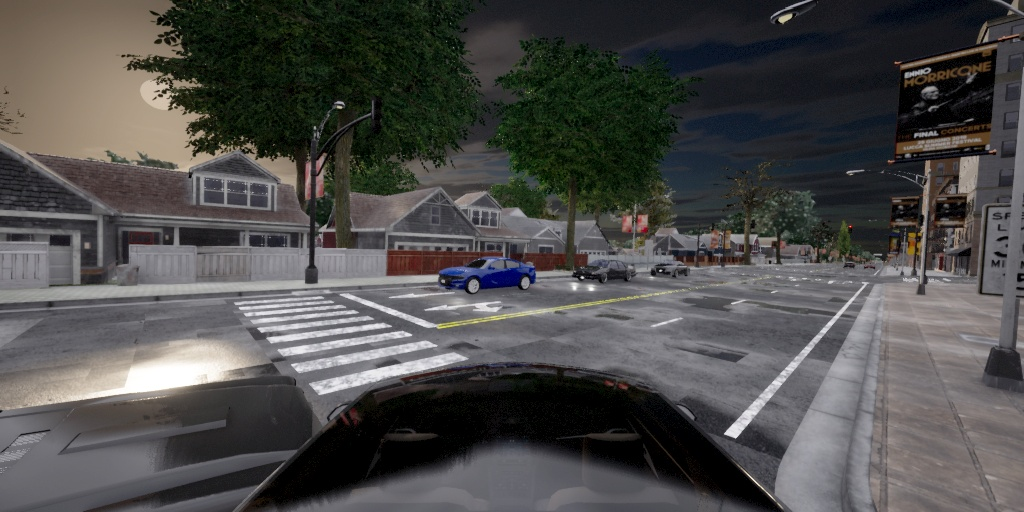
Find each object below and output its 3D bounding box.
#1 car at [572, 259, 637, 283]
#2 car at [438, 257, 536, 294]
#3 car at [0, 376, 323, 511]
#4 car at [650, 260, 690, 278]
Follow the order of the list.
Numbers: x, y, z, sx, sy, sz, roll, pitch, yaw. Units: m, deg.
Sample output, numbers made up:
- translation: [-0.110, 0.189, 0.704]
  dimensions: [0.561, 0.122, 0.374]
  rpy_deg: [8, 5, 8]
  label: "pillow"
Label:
- translation: [6.178, 0.931, 23.417]
  dimensions: [5.357, 1.411, 2.033]
  rpy_deg: [1, 2, -44]
  label: "car"
- translation: [-1.029, 0.791, 16.540]
  dimensions: [5.008, 1.535, 1.882]
  rpy_deg: [1, 2, -44]
  label: "car"
- translation: [-3.316, 1.279, 1.368]
  dimensions: [4.718, 1.301, 1.895]
  rpy_deg: [1, 2, -34]
  label: "car"
- translation: [13.416, 1.022, 30.296]
  dimensions: [4.181, 1.385, 1.994]
  rpy_deg: [1, 2, -44]
  label: "car"
